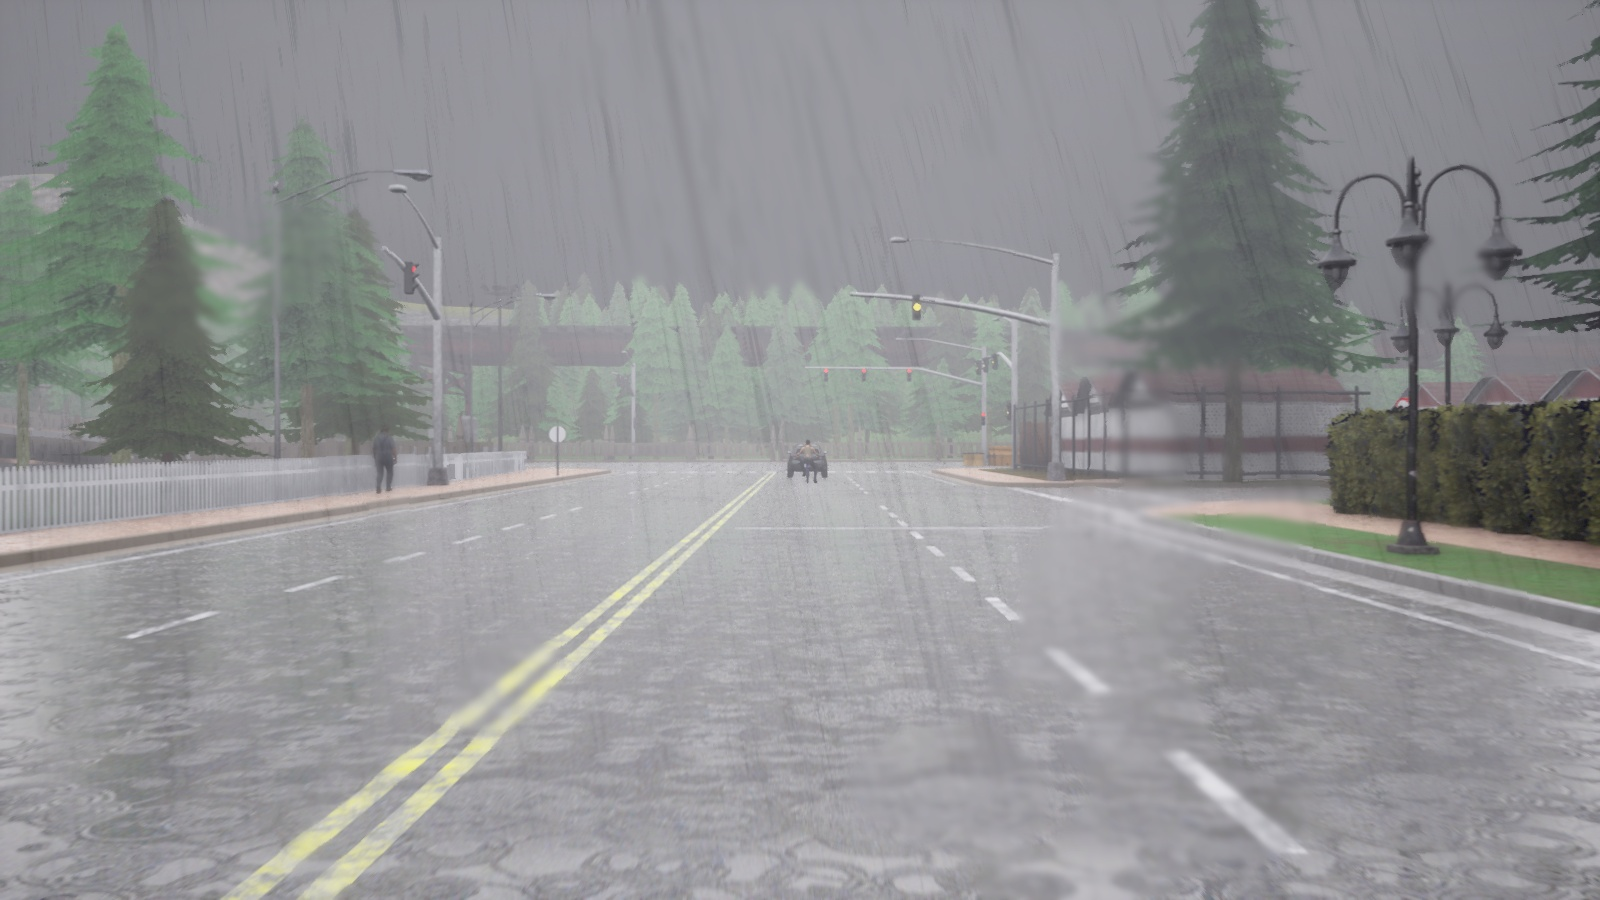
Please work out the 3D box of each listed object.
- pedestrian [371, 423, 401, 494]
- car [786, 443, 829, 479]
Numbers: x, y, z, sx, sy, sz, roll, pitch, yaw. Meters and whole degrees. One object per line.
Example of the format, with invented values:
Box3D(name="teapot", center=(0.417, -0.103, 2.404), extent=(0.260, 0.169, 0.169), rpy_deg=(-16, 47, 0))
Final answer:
Box3D(name="pedestrian", center=(-10.832, 0.211, 32.867), extent=(0.540, 1.848, 0.694), rpy_deg=(0, 0, -1))
Box3D(name="car", center=(0.327, 0.451, 54.967), extent=(1.816, 1.474, 4.193), rpy_deg=(0, 0, 0))
